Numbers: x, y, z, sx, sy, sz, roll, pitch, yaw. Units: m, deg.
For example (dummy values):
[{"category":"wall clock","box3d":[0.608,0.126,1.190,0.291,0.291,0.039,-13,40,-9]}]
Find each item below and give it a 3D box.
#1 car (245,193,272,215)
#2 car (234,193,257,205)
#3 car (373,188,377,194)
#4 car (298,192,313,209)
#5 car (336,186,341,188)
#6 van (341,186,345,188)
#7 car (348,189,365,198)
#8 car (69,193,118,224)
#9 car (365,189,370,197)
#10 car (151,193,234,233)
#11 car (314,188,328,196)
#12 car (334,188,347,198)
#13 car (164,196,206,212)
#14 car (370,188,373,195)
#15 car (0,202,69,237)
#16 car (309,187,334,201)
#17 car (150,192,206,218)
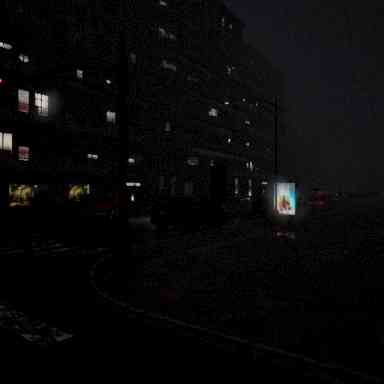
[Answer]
[{"category":"car","box3d":[6.311,1.069,26.766,1.947,1.339,4.313,1,2,35]},{"category":"car","box3d":[5.789,0.828,40.607,2.008,1.369,4.403,2,2,35]},{"category":"car","box3d":[38.183,-0.012,72.167,1.887,1.381,4.507,1,2,35]},{"category":"car","box3d":[9.498,0.964,31.307,1.947,1.339,4.313,1,2,35]},{"category":"car","box3d":[34.467,-0.240,81.456,1.967,1.590,4.097,2,2,35]},{"category":"van","box3d":[37.654,-0.447,85.992,1.690,1.788,3.998,2,2,35]},{"category":"car","box3d":[28.621,0.308,58.547,1.887,1.381,4.507,1,2,35]},{"category":"car","box3d":[-6.955,1.009,22.444,2.192,1.841,5.009,1,2,35]},{"category":"car","box3d":[31.809,0.097,63.084,1.967,1.590,4.097,1,2,35]},{"category":"car","box3d":[-0.062,1.025,17.680,2.192,1.841,5.009,1,2,35]},{"category":"car","box3d":[28.094,-0.025,72.377,1.967,1.590,4.097,2,2,35]},{"category":"car","box3d":[25.090,0.405,58.053,1.895,1.301,4.718,0,1,35]},{"category":"car","box3d":[-0.584,1.069,31.529,1.802,1.307,4.206,2,2,35]},{"category":"car","box3d":[34.995,0.095,67.627,1.887,1.381,4.507,1,2,35]},{"category":"car","box3d":[-8.610,1.374,16.299,1.994,1.385,4.181,0,1,40]},{"category":"car","box3d":[18.906,0.232,49.245,2.150,2.045,5.566,0,1,35]},{"category":"car","box3d":[-0.996,0.930,26.457,2.097,1.767,4.553,0,1,35]}]
